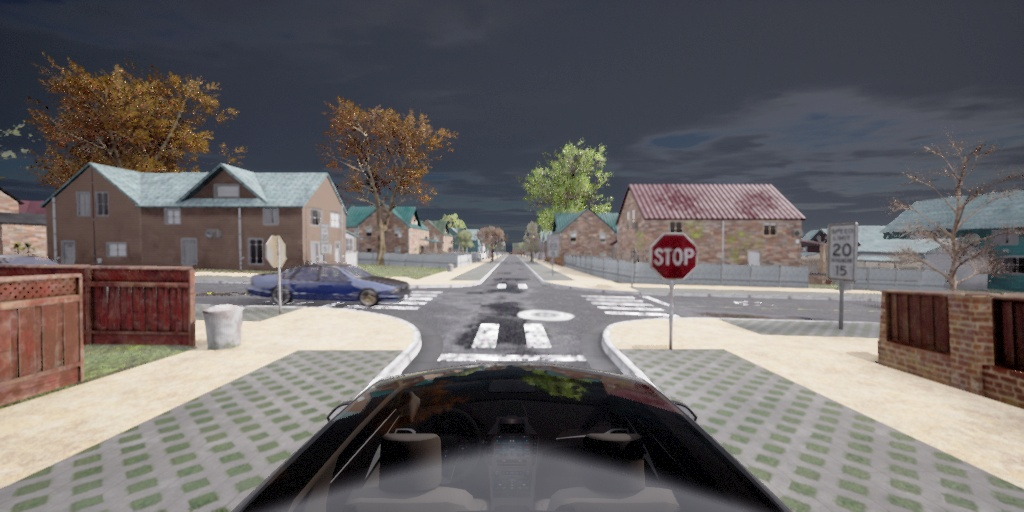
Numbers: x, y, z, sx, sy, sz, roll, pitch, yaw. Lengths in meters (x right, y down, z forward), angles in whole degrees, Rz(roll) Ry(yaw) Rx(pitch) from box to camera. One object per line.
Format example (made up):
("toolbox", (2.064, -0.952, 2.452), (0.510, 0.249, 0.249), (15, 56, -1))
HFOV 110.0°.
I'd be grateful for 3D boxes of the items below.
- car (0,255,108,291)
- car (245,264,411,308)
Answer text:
("car", (-18.172, 0.679, 13.019), (5.357, 1.411, 2.033), (2, 2, 0))
("car", (-6.532, 1.000, 13.086), (5.357, 1.411, 2.033), (2, 2, 0))
